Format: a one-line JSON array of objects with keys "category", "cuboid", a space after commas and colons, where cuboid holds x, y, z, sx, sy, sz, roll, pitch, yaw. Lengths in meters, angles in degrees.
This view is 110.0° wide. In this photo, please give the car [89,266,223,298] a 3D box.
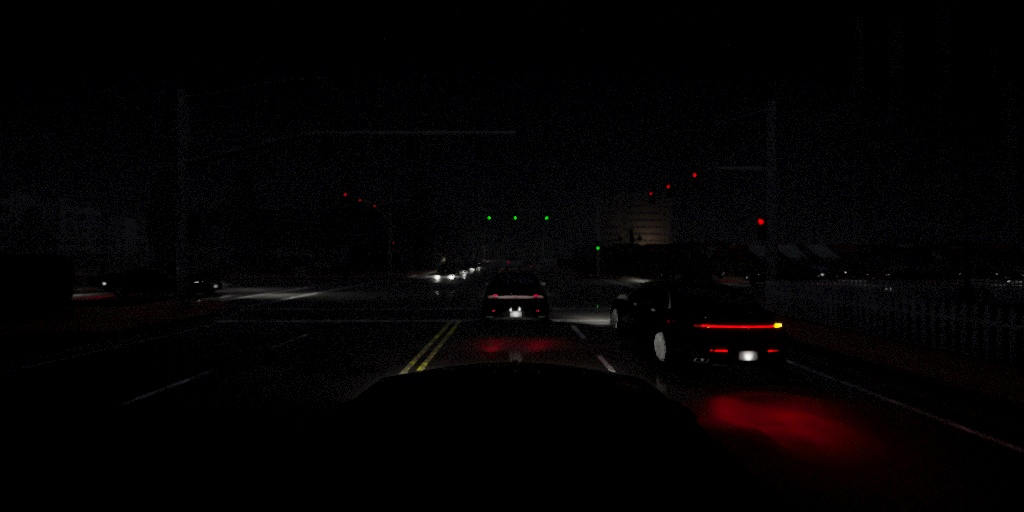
[{"category": "car", "cuboid": [-17.476, 1.270, 18.113, 4.902, 1.511, 2.128, 0, 0, -2]}]

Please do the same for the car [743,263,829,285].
[{"category": "car", "cuboid": [19.470, 1.289, 26.026, 4.902, 1.511, 2.128, 0, 0, -1]}]

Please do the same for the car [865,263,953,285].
[{"category": "car", "cuboid": [28.729, 1.325, 26.240, 4.674, 1.442, 1.812, 0, 0, -1]}]

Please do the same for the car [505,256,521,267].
[{"category": "car", "cuboid": [0.156, 1.068, 53.271, 2.150, 2.045, 5.566, 0, 0, 0]}]

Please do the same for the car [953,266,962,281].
[{"category": "car", "cuboid": [34.319, 1.299, 29.878, 4.902, 1.511, 2.128, 0, 0, -1]}]

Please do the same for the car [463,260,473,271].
[{"category": "car", "cuboid": [-7.045, 1.366, 50.037, 1.812, 1.442, 4.674, 0, 0, 1]}]

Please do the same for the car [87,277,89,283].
[{"category": "car", "cuboid": [-21.905, 1.385, 21.405, 4.718, 1.301, 1.895, 0, 0, -2]}]

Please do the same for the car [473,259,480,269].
[{"category": "car", "cuboid": [-6.994, 1.423, 60.080, 1.994, 1.385, 4.181, 0, 0, 1]}]

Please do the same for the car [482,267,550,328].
[{"category": "car", "cuboid": [0.102, 1.260, 11.493, 2.128, 1.511, 4.902, 0, 0, 0]}]

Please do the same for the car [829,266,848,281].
[{"category": "car", "cuboid": [24.495, 1.353, 29.649, 5.357, 1.411, 2.033, 0, 0, -1]}]

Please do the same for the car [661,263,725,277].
[{"category": "car", "cuboid": [14.757, 1.309, 29.478, 4.892, 1.490, 1.837, 0, 0, 1]}]

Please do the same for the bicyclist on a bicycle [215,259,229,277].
[{"category": "bicyclist on a bicycle", "cuboid": [-26.354, 1.106, 32.601, 0.582, 1.620, 1.656, 0, 0, -3]}]

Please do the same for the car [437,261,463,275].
[{"category": "car", "cuboid": [-7.062, 1.327, 40.214, 1.837, 1.490, 4.892, 0, 0, 0]}]

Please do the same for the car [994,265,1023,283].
[{"category": "car", "cuboid": [38.728, 1.327, 26.475, 4.674, 1.442, 1.812, 0, 0, -1]}]

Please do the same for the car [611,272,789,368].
[{"category": "car", "cuboid": [3.593, 1.267, 7.854, 1.837, 1.490, 4.892, 0, 0, 0]}]
